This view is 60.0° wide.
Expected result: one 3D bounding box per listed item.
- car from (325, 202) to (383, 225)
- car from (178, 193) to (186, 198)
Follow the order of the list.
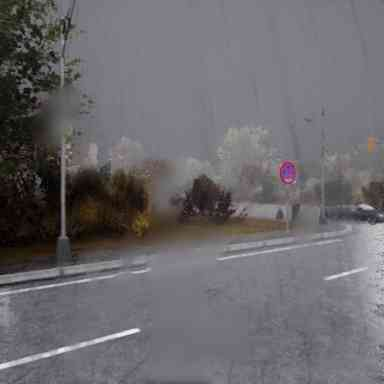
[{"bbox_3d":[11.656,1.470,23.414,1.812,1.442,4.674,0,1,-32],"label":"car"},{"bbox_3d":[-0.781,1.101,43.080,2.150,2.045,5.566,0,1,-32],"label":"car"}]
